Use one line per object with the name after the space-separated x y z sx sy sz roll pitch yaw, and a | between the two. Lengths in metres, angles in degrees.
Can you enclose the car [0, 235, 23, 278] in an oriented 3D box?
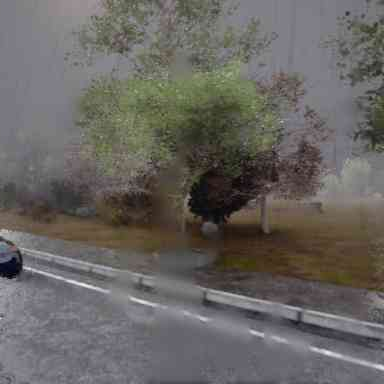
-6.378 1.560 9.033 4.181 1.385 1.994 0 0 39 | car
